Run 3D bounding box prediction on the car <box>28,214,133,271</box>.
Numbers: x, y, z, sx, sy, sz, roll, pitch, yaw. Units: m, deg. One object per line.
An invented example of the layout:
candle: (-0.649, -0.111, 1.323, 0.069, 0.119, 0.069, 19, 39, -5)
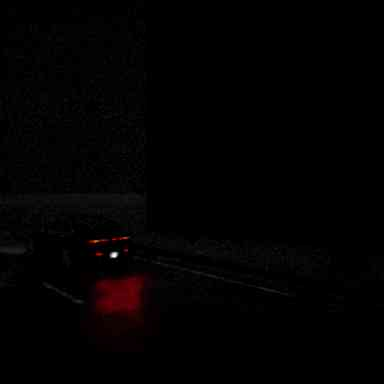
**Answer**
car: (-3.877, 1.515, 11.092, 1.837, 1.490, 4.892, 0, 0, -44)
